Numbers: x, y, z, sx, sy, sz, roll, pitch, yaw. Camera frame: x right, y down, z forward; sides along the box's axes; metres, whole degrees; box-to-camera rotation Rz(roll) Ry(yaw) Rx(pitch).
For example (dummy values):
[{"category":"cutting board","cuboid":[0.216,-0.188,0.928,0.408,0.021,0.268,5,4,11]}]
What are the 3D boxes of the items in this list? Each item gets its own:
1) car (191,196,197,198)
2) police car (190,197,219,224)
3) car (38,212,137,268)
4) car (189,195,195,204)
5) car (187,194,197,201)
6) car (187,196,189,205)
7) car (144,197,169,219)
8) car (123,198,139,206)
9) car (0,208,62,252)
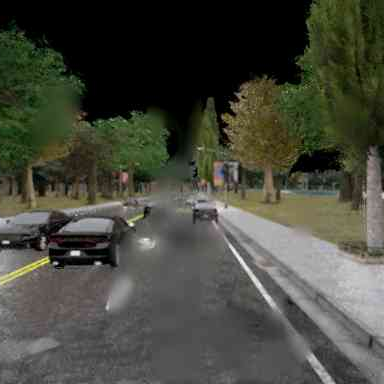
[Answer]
[{"category":"car","cuboid":[0.982,1.548,35.673,1.837,1.490,4.892,0,0,0]},{"category":"police car","cuboid":[0.980,1.472,25.782,1.930,1.638,5.238,0,0,0]},{"category":"car","cuboid":[-3.148,1.510,11.455,1.882,1.535,5.008,0,0,0]},{"category":"car","cuboid":[0.982,1.387,41.643,2.097,1.767,4.553,0,0,0]},{"category":"car","cuboid":[0.014,1.357,77.097,2.128,1.511,4.902,0,0,0]},{"category":"car","cuboid":[0.011,1.599,59.524,1.895,1.301,4.718,0,0,0]},{"category":"car","cuboid":[-3.145,1.525,29.836,1.882,1.535,5.008,0,0,0]},{"category":"car","cuboid":[-9.800,1.579,53.449,1.994,1.385,4.181,0,0,0]},{"category":"car","cuboid":[-6.597,1.515,14.298,1.882,1.535,5.008,0,0,0]}]
